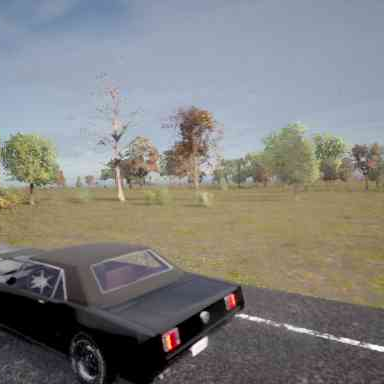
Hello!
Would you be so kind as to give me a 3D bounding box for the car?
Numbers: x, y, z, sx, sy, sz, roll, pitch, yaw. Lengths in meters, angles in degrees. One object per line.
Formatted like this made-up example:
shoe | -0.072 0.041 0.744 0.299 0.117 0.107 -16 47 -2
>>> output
car | -1.720 1.465 5.056 4.718 1.301 1.895 0 2 35
